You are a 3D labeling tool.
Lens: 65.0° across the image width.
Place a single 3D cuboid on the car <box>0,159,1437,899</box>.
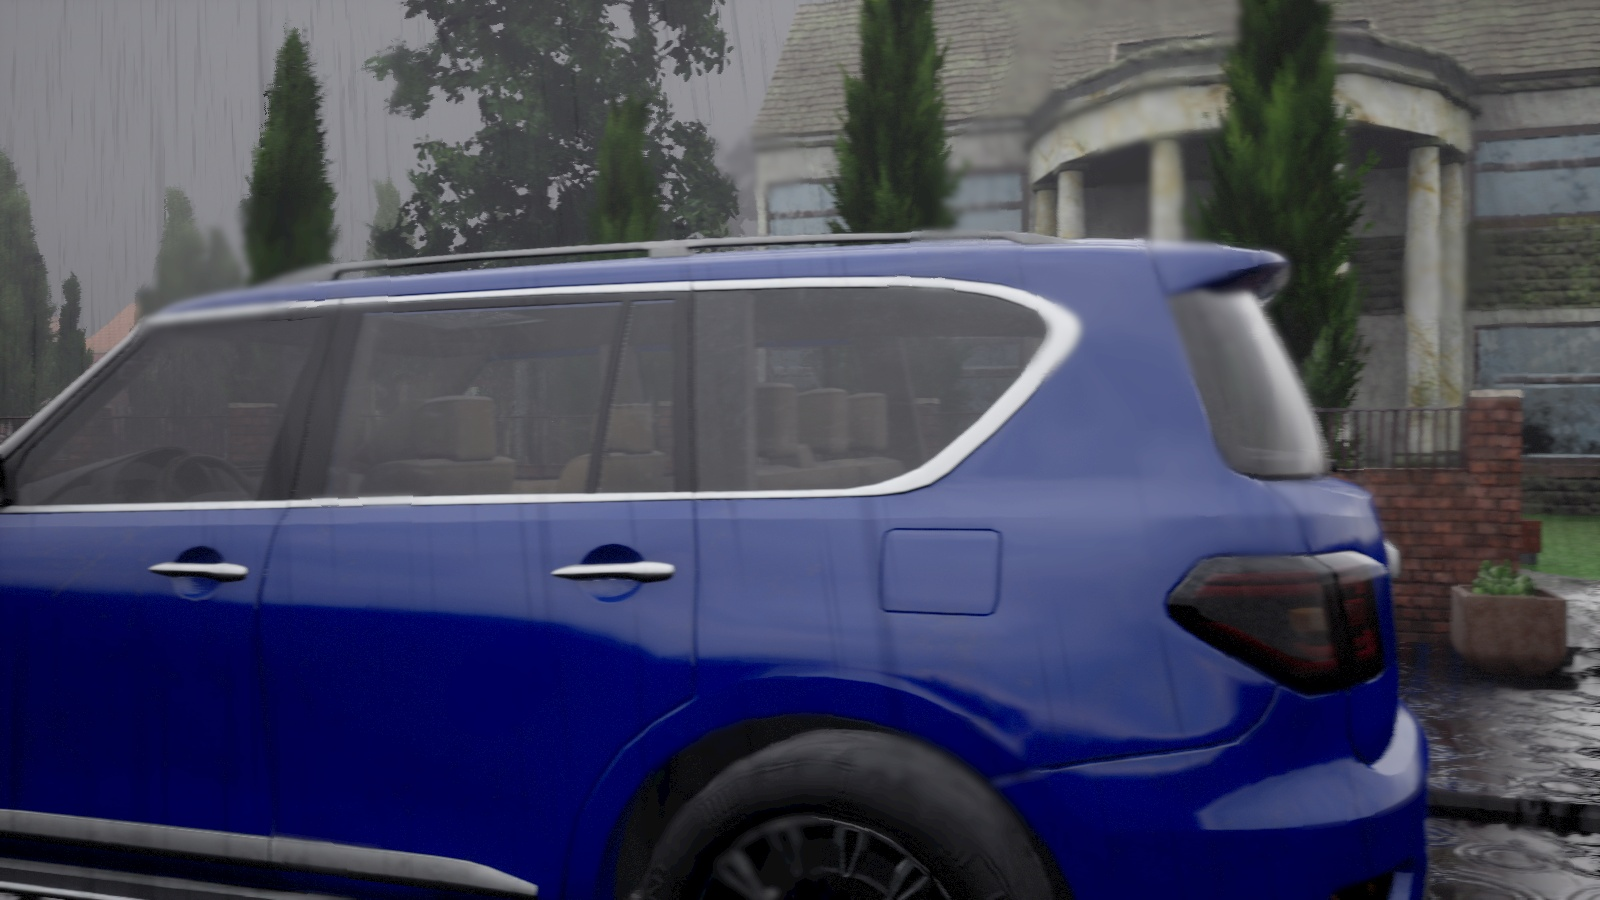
[{"bbox_3d":[-1.186,0.475,4.116,5.566,2.045,2.150,1,1,19],"label":"car"}]
